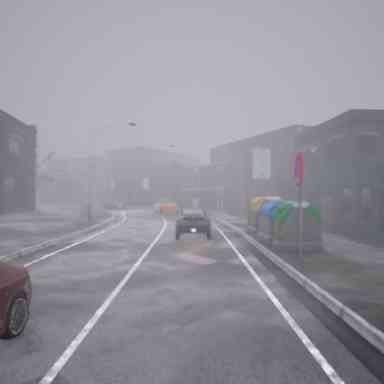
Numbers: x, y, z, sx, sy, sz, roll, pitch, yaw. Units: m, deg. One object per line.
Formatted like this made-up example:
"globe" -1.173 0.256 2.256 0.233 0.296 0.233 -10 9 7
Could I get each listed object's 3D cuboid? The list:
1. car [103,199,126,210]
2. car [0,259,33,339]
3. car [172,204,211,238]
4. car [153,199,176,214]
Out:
"car" -10.886 1.731 46.464 2.128 1.511 4.902 1 -1 -34
"car" -3.608 1.551 3.931 1.812 1.442 4.674 0 0 0
"car" 0.023 1.622 18.618 1.837 1.490 4.892 0 0 -1
"car" -3.155 1.600 39.064 2.097 1.767 4.553 0 0 -18
